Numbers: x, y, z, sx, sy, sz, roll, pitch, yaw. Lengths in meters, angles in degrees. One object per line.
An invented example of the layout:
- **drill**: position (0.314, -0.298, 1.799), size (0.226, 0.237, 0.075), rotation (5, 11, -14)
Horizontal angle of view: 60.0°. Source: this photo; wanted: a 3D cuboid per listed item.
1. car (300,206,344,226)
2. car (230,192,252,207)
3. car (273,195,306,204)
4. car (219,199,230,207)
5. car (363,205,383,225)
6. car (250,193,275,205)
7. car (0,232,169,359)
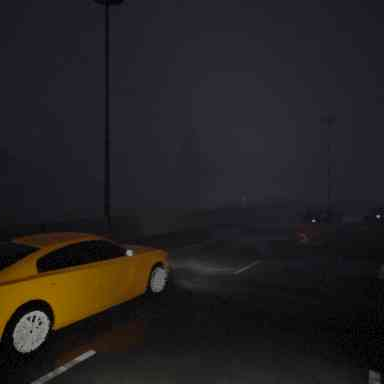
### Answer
- **car**: position (9.682, 1.673, 24.478), size (1.895, 1.301, 4.718), rotation (0, 0, 38)
- **car**: position (8.622, 1.038, 49.986), size (2.150, 2.045, 5.566), rotation (0, 0, 45)
- **car**: position (13.603, 1.483, 45.066), size (2.033, 1.411, 5.357), rotation (0, 0, 45)
- **car**: position (6.164, 1.778, 52.475), size (1.994, 1.385, 4.181), rotation (0, 0, 45)
- **car**: position (13.799, 1.629, 23.989), size (1.994, 1.385, 4.181), rotation (0, 0, 38)
- **car**: position (11.102, 1.429, 47.515), size (2.150, 2.045, 5.566), rotation (0, 0, 45)
- **car**: position (-2.324, 1.501, 6.263), size (1.882, 1.535, 5.008), rotation (0, 0, 29)
